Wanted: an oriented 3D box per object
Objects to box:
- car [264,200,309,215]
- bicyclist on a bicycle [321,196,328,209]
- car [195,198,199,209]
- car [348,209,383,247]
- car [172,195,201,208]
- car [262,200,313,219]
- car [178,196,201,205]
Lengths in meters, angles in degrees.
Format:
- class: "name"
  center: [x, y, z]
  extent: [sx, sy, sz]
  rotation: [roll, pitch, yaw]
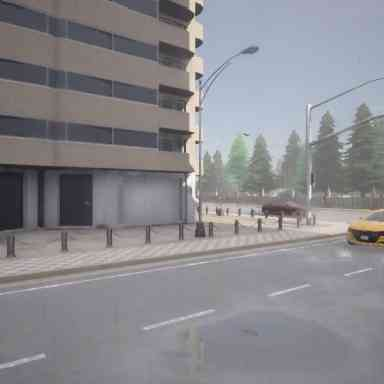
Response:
- class: "car"
  center: [9.875, 1.620, 35.027]
  extent: [1.994, 1.385, 4.181]
  rotation: [0, 0, -36]
- class: "bicyclist on a bicycle"
  center: [17.332, 1.356, 43.463]
  extent: [1.656, 1.620, 0.582]
  rotation: [0, 0, -36]
- class: "car"
  center: [-1.226, 1.581, 44.449]
  extent: [1.812, 1.442, 4.674]
  rotation: [0, 0, -36]
- class: "car"
  center: [8.600, 1.477, 14.289]
  extent: [5.008, 1.535, 1.882]
  rotation: [0, 1, -38]
- class: "car"
  center: [-0.890, 1.407, 49.972]
  extent: [2.097, 1.767, 4.553]
  rotation: [0, 0, -36]
- class: "car"
  center: [8.723, 1.533, 30.641]
  extent: [1.882, 1.535, 5.008]
  rotation: [0, 0, -36]
- class: "car"
  center: [-0.534, 1.581, 61.754]
  extent: [1.812, 1.442, 4.674]
  rotation: [0, 0, -36]
